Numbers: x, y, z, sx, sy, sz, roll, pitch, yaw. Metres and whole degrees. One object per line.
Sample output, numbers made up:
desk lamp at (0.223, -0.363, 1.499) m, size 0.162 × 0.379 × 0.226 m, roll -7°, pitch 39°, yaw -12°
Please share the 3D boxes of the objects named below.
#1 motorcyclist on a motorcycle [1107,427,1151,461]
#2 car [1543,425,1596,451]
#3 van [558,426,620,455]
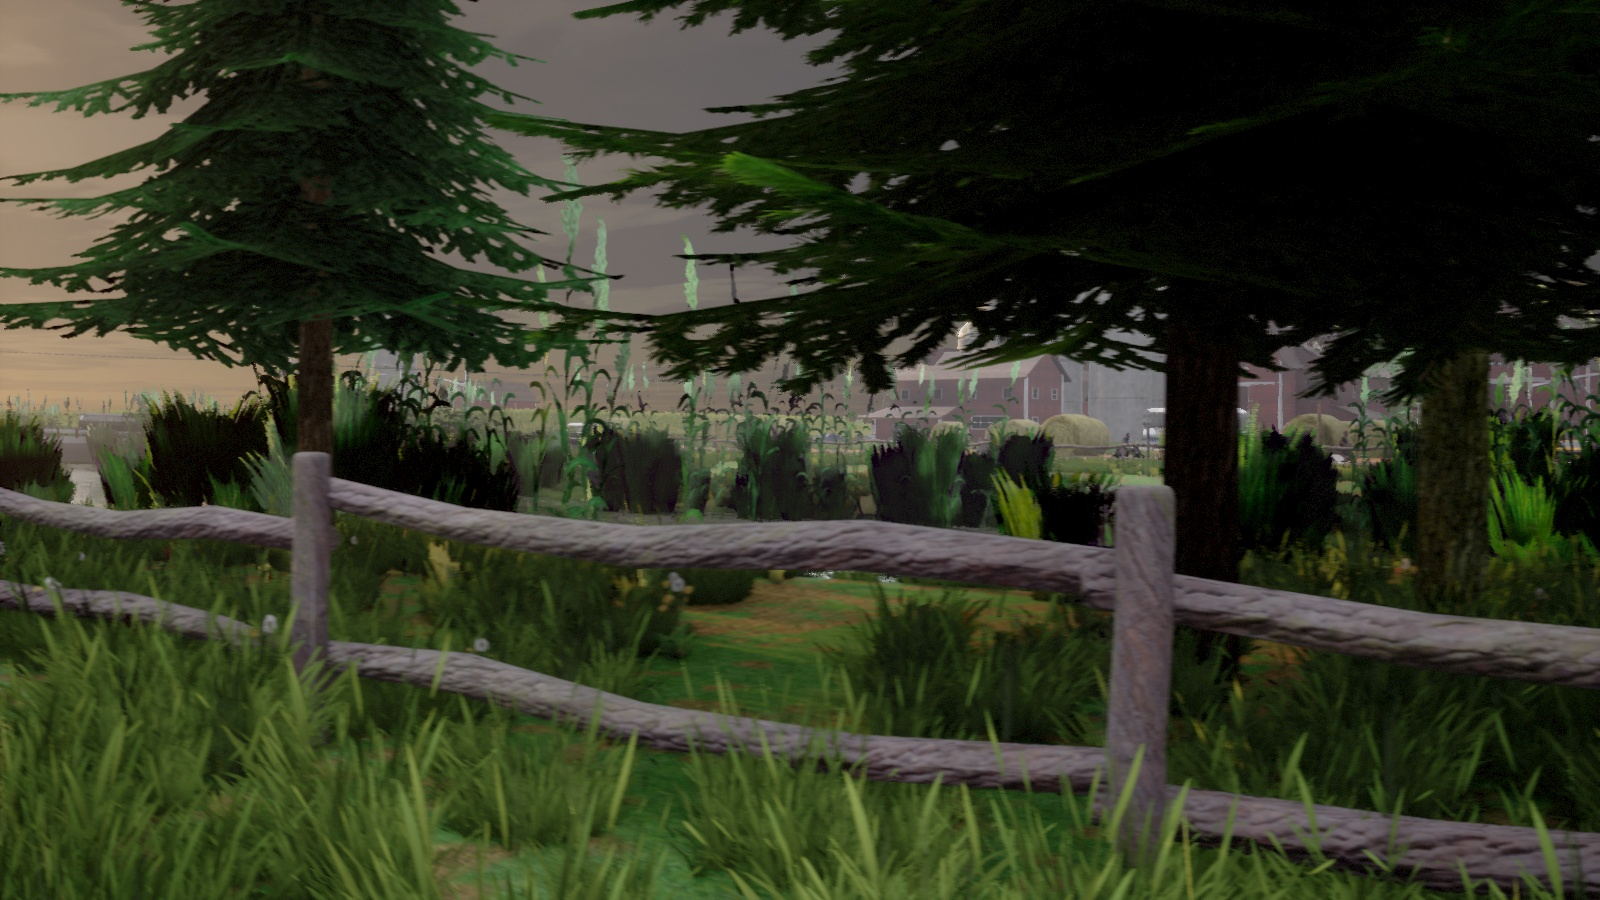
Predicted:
motorcyclist on a motorcycle at (15.687, -0.305, 59.940) m, size 1.817 × 1.590 × 0.866 m, roll 0°, pitch 1°, yaw 44°
car at (46.321, -0.734, 75.565) m, size 1.882 × 1.535 × 5.008 m, roll 0°, pitch 1°, yaw 41°
van at (-15.089, -0.662, 89.749) m, size 4.480 × 2.038 × 2.069 m, roll 0°, pitch 1°, yaw 44°
